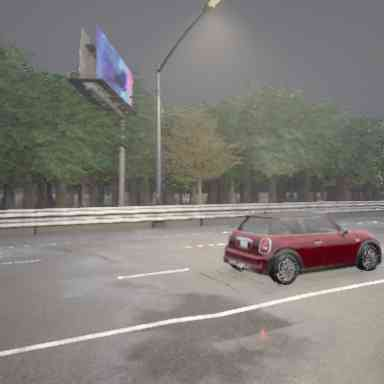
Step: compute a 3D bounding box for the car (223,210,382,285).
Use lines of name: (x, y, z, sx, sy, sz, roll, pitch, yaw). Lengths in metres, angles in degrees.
car: (3.229, 1.351, 9.535, 4.553, 1.767, 2.097, 0, -1, -27)
